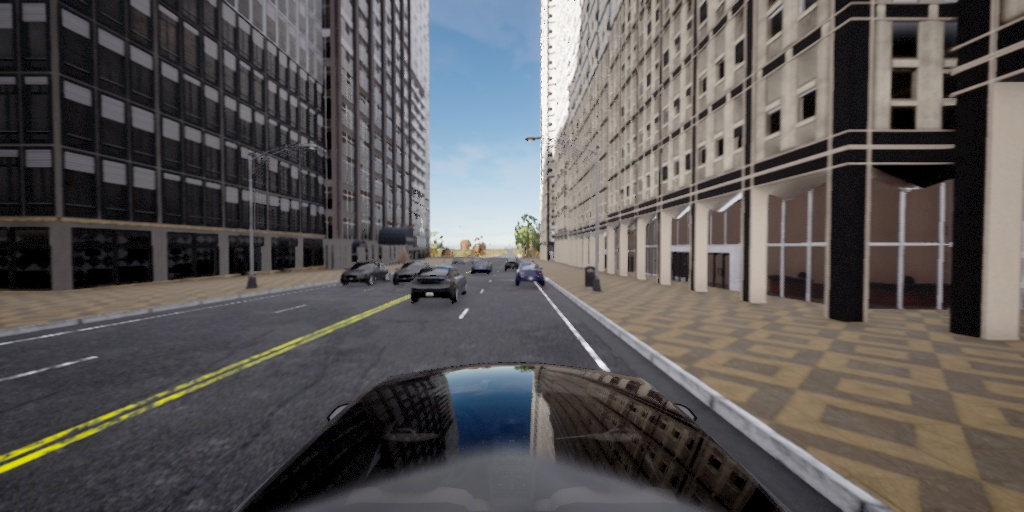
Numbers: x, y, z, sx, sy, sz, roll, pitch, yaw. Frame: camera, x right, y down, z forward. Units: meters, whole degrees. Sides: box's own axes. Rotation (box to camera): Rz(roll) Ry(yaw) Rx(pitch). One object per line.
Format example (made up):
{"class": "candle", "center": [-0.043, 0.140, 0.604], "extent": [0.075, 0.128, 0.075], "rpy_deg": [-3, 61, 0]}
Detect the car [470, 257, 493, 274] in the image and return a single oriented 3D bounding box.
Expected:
{"class": "car", "center": [-3.145, 1.112, 38.216], "extent": [1.994, 1.385, 4.181], "rpy_deg": [0, 0, 0]}

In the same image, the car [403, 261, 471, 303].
{"class": "car", "center": [-3.151, 1.179, 16.128], "extent": [1.837, 1.490, 4.892], "rpy_deg": [0, 1, 0]}

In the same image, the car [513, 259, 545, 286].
{"class": "car", "center": [1.141, 1.155, 23.947], "extent": [1.812, 1.442, 4.674], "rpy_deg": [0, 0, 0]}

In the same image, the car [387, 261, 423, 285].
{"class": "car", "center": [-6.590, 1.132, 24.369], "extent": [1.837, 1.490, 4.892], "rpy_deg": [0, 0, 0]}

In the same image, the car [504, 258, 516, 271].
{"class": "car", "center": [0.024, 1.020, 44.091], "extent": [1.837, 1.490, 4.892], "rpy_deg": [0, 1, 0]}

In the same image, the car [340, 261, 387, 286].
{"class": "car", "center": [-9.840, 1.131, 24.369], "extent": [1.837, 1.490, 4.892], "rpy_deg": [0, 0, 0]}
